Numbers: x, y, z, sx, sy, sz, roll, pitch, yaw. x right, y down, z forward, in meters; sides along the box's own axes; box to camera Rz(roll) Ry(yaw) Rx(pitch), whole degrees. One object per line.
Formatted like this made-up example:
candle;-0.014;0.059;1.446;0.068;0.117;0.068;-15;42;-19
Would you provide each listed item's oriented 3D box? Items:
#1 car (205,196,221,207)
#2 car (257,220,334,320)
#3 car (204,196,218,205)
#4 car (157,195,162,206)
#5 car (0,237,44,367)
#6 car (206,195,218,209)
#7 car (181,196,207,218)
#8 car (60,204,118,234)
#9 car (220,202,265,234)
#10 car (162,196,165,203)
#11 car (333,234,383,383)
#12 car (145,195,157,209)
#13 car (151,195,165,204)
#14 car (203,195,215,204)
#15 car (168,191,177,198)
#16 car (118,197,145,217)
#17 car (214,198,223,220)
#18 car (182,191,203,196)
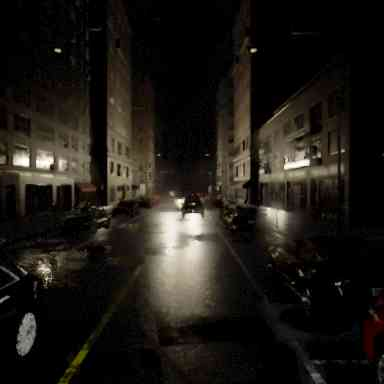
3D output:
car;2.839;1.283;45.758;2.008;1.369;4.403;-1;0;0
car;2.848;1.525;7.054;1.947;1.339;4.313;-1;0;0
car;2.839;1.265;51.287;1.947;1.339;4.313;-1;0;0
car;-5.686;1.283;45.749;2.008;1.369;4.403;-1;0;0
car;-3.087;1.489;3.014;1.837;1.490;4.892;0;0;0
car;2.840;1.310;40.229;1.887;1.381;4.507;-1;0;0
car;0.094;1.335;28.680;1.837;1.490;4.892;0;-1;0
car;-5.680;1.446;18.096;2.008;1.369;4.403;-1;0;0
car;2.846;1.461;18.112;1.947;1.339;4.313;-1;0;0
car;-5.687;1.244;51.280;1.887;1.381;4.507;-1;0;0
car;2.846;1.305;1.523;2.192;1.841;5.009;-1;0;0
car;-5.685;1.310;40.219;1.887;1.381;4.507;-1;0;0
car;-5.688;1.231;56.811;1.947;1.339;4.313;-1;0;0
car;2.838;1.248;56.817;1.802;1.307;4.206;-1;0;0
car;-5.861;0.960;94.304;1.752;1.417;4.829;-1;0;-1
car;-5.682;1.396;29.158;1.947;1.339;4.313;-1;0;0
car;2.844;1.387;23.811;1.752;1.417;4.829;-1;0;0
car;0.090;1.093;44.186;2.097;1.767;4.553;0;0;0
